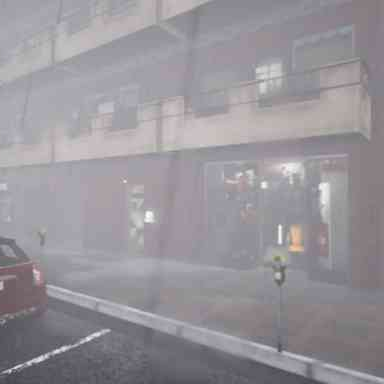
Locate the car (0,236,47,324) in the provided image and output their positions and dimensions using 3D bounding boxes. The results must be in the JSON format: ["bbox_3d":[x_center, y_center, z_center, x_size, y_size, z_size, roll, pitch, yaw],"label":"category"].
[{"bbox_3d":[-4.530,1.462,6.110,4.097,1.590,1.967,0,0,36],"label":"car"}]
